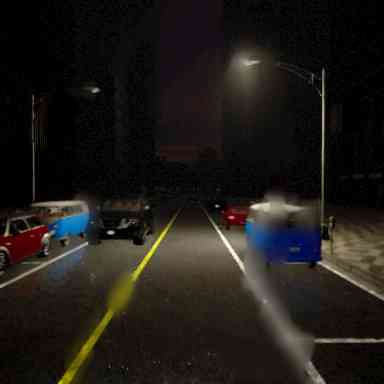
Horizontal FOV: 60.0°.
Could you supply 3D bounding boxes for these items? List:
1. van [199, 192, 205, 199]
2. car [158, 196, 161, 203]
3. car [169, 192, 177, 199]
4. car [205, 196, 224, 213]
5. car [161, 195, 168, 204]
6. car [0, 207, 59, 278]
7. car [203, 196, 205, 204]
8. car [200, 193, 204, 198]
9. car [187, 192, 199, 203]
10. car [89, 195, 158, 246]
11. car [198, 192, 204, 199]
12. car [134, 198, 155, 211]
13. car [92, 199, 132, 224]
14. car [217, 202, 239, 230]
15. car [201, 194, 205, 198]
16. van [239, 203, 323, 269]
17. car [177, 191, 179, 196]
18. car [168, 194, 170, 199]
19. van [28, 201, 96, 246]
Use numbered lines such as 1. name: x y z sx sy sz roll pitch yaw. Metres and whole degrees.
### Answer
1. van: 2.747 0.977 94.802 1.690 1.788 3.998 -1 0 0
2. car: -5.774 1.452 46.010 1.802 1.307 4.206 -1 0 0
3. car: -5.775 1.251 89.114 1.802 1.307 4.206 -1 0 0
4. car: 2.752 1.470 36.129 1.947 1.339 4.313 -1 0 0
5. car: -5.774 1.379 56.765 2.008 1.369 4.403 -1 0 0
6. car: -5.774 1.416 9.660 1.967 1.590 4.097 -1 0 0
7. car: 2.751 1.452 41.333 1.947 1.339 4.313 -1 0 0
8. car: 2.751 1.352 57.110 1.752 1.417 4.829 -1 0 0
9. car: -0.004 1.324 63.722 1.812 1.442 4.674 0 0 0
10. car: -3.069 1.184 15.386 2.150 2.045 5.566 0 0 0
11. car: 2.750 1.194 89.293 1.752 1.417 4.829 -1 0 0
12. car: -5.774 1.433 40.632 1.887 1.381 4.507 -1 0 0
13. car: -5.775 1.377 24.497 1.967 1.590 4.097 -1 0 0
14. car: 2.752 1.530 20.521 1.802 1.307 4.206 -1 0 0
15. car: 2.751 1.419 46.534 2.008 1.369 4.403 -1 0 0
16. van: 2.787 1.314 10.857 1.690 1.788 3.998 -1 0 0
17. car: -5.778 0.951 94.793 2.192 1.841 5.009 -1 0 0
18. car: -5.775 1.370 62.144 1.947 1.339 4.313 -1 0 0
19. van: -5.775 1.304 14.546 1.690 1.788 3.998 -1 0 0
